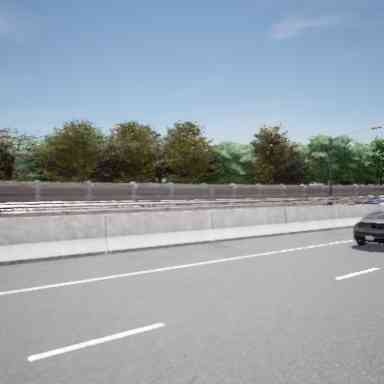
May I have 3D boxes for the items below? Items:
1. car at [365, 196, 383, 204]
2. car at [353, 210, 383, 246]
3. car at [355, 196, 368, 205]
[{"bbox_3d":[24.322,1.487,41.800,4.718,1.301,1.895,-1,0,-33],"label":"car"},{"bbox_3d":[8.841,1.535,14.218,4.892,1.490,1.837,0,0,-35],"label":"car"},{"bbox_3d":[24.670,1.360,46.195,4.892,1.490,1.837,-1,1,-33],"label":"car"}]
